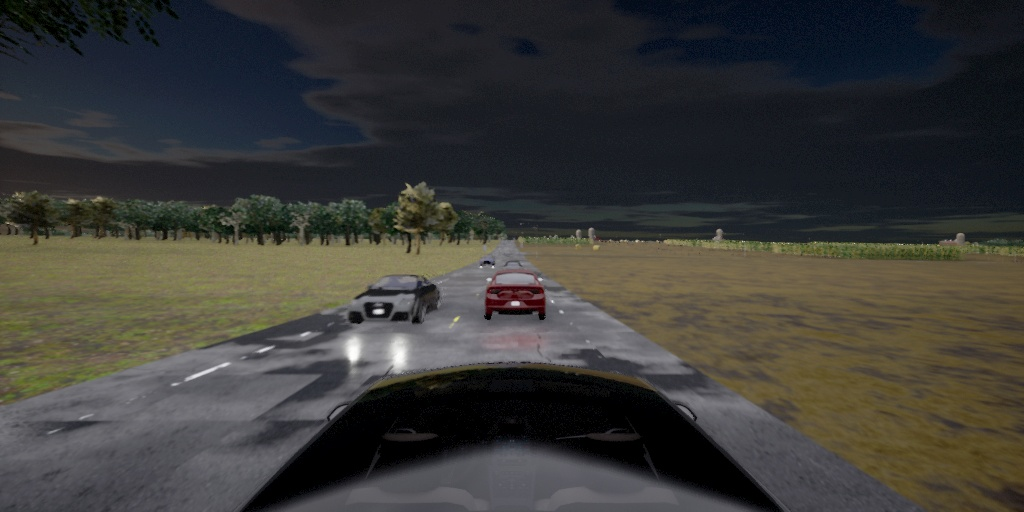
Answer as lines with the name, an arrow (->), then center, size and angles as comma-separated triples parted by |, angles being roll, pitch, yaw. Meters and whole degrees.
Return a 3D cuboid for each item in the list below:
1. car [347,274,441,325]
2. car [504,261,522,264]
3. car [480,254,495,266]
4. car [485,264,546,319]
car -> -3.599, 1.300, 11.656 | 1.994, 1.385, 4.181 | 0, 0, 0
car -> 0.101, 1.161, 33.575 | 1.994, 1.385, 4.181 | 0, 1, 0
car -> -3.568, 0.588, 52.874 | 2.097, 1.767, 4.553 | 0, 1, 0
car -> 0.101, 1.212, 12.758 | 1.882, 1.535, 5.008 | 0, 0, 0
